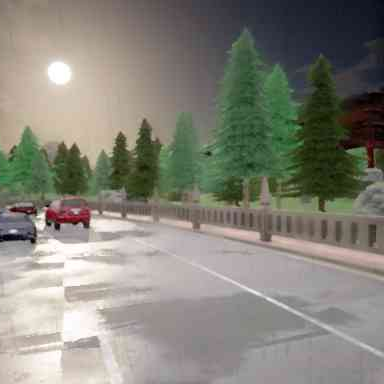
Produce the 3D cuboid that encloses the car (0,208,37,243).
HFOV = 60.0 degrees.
[{"bbox_3d":[-8.908,1.735,16.507,1.994,1.385,4.181,0,-1,-30],"label":"car"}]

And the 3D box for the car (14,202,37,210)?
[{"bbox_3d":[-18.194,1.844,35.745,1.882,1.535,5.008,0,0,-40],"label":"car"}]

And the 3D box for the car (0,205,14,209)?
[{"bbox_3d":[-18.123,1.880,30.237,2.033,1.411,5.357,0,0,-39],"label":"car"}]

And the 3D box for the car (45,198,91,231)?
[{"bbox_3d":[-8.660,1.427,22.982,2.150,2.045,5.566,0,-1,-32],"label":"car"}]
